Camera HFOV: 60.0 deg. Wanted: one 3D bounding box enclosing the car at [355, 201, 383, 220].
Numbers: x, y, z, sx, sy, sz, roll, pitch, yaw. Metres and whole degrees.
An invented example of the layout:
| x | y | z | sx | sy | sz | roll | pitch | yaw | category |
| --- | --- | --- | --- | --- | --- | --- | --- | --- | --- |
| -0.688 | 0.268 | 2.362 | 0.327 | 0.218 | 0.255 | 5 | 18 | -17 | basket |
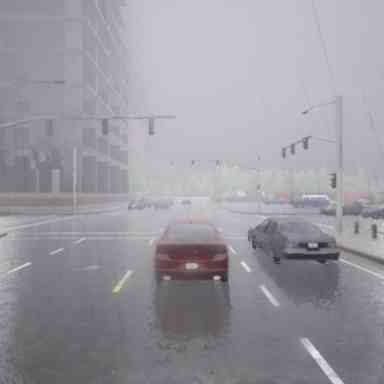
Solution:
| x | y | z | sx | sy | sz | roll | pitch | yaw | category |
| --- | --- | --- | --- | --- | --- | --- | --- | --- | --- |
| 18.422 | 1.838 | 31.452 | 4.674 | 1.442 | 1.812 | 0 | 0 | -1 | car |

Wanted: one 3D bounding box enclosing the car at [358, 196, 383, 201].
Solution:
| x | y | z | sx | sy | sz | roll | pitch | yaw | category |
| --- | --- | --- | --- | --- | --- | --- | --- | --- | --- |
| 39.117 | 1.792 | 71.703 | 4.605 | 1.855 | 1.932 | 0 | 0 | 0 | car |

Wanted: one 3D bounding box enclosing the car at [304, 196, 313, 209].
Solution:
| x | y | z | sx | sy | sz | roll | pitch | yaw | category |
| --- | --- | --- | --- | --- | --- | --- | --- | --- | --- |
| 24.165 | 1.936 | 63.361 | 3.905 | 1.438 | 1.784 | 0 | 0 | 0 | car |

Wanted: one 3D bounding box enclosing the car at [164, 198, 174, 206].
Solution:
| x | y | z | sx | sy | sz | roll | pitch | yaw | category |
| --- | --- | --- | --- | --- | --- | --- | --- | --- | --- |
| -4.752 | 2.076 | 70.485 | 1.837 | 1.490 | 4.892 | 0 | 0 | -1 | car |

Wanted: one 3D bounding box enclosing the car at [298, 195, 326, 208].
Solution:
| x | y | z | sx | sy | sz | roll | pitch | yaw | category |
| --- | --- | --- | --- | --- | --- | --- | --- | --- | --- |
| 24.096 | 1.747 | 66.046 | 4.605 | 1.855 | 1.932 | 0 | 0 | 0 | car |

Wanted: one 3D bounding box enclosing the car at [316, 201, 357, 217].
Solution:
| x | y | z | sx | sy | sz | roll | pitch | yaw | category |
| --- | --- | --- | --- | --- | --- | --- | --- | --- | --- |
| 16.321 | 1.888 | 34.949 | 5.357 | 1.411 | 2.033 | 0 | 0 | -1 | car |

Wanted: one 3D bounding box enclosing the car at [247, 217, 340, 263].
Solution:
| x | y | z | sx | sy | sz | roll | pitch | yaw | category |
| --- | --- | --- | --- | --- | --- | --- | --- | --- | --- |
| 3.455 | 1.649 | 12.362 | 2.033 | 1.411 | 5.357 | 0 | 0 | -3 | car |

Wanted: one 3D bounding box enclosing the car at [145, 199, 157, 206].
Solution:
| x | y | z | sx | sy | sz | roll | pitch | yaw | category |
| --- | --- | --- | --- | --- | --- | --- | --- | --- | --- |
| -8.220 | 2.114 | 67.278 | 1.994 | 1.385 | 4.181 | 0 | 0 | -1 | car |

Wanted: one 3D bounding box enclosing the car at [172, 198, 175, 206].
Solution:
| x | y | z | sx | sy | sz | roll | pitch | yaw | category |
| --- | --- | --- | --- | --- | --- | --- | --- | --- | --- |
| -4.675 | 2.041 | 60.365 | 2.033 | 1.411 | 5.357 | 0 | 0 | 0 | car |

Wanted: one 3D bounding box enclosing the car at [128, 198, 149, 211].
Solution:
| x | y | z | sx | sy | sz | roll | pitch | yaw | category |
| --- | --- | --- | --- | --- | --- | --- | --- | --- | --- |
| -8.026 | 1.885 | 48.105 | 2.128 | 1.511 | 4.902 | 0 | 0 | -1 | car |

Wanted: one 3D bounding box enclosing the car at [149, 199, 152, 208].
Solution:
| x | y | z | sx | sy | sz | roll | pitch | yaw | category |
| --- | --- | --- | --- | --- | --- | --- | --- | --- | --- |
| -8.144 | 1.821 | 57.318 | 2.097 | 1.767 | 4.553 | 0 | 0 | -1 | car |

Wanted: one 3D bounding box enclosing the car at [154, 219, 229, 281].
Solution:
| x | y | z | sx | sy | sz | roll | pitch | yaw | category |
| --- | --- | --- | --- | --- | --- | --- | --- | --- | --- |
| -0.024 | 1.561 | 10.122 | 1.882 | 1.535 | 5.008 | 0 | 0 | -1 | car |

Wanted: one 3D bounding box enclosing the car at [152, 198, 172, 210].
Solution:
| x | y | z | sx | sy | sz | roll | pitch | yaw | category |
| --- | --- | --- | --- | --- | --- | --- | --- | --- | --- |
| -4.554 | 1.890 | 50.408 | 1.882 | 1.535 | 5.008 | 0 | 0 | -1 | car |

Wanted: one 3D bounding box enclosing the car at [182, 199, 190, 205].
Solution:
| x | y | z | sx | sy | sz | roll | pitch | yaw | category |
| --- | --- | --- | --- | --- | --- | --- | --- | --- | --- |
| -1.338 | 2.222 | 76.757 | 1.895 | 1.301 | 4.718 | 0 | 0 | -1 | car |

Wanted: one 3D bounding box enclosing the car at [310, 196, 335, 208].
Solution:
| x | y | z | sx | sy | sz | roll | pitch | yaw | category |
| --- | --- | --- | --- | --- | --- | --- | --- | --- | --- |
| 24.185 | 1.944 | 60.466 | 3.806 | 1.475 | 1.970 | 0 | 0 | 0 | car |
